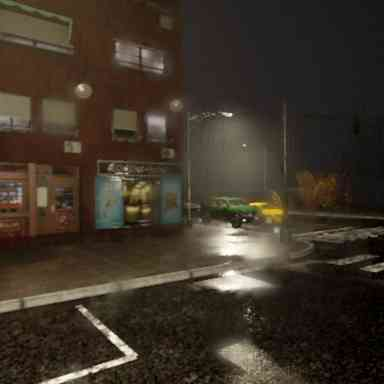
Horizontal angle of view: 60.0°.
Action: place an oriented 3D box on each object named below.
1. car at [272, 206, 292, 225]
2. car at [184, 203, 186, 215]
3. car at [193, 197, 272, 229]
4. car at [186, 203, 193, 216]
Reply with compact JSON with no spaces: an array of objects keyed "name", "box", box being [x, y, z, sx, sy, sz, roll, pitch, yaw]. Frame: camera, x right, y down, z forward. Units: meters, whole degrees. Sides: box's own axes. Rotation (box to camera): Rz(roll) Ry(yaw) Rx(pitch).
[{"name":"car","box":[5.408,1.609,25.841,1.882,1.535,5.008,-1,0,-35]},{"name":"car","box":[-3.240,1.462,32.502,2.150,2.045,5.566,-1,0,-34]},{"name":"car","box":[2.725,1.393,24.028,2.150,2.045,5.566,-1,0,-34]},{"name":"car","box":[0.041,1.794,33.484,1.895,1.301,4.718,-1,0,-35]}]
